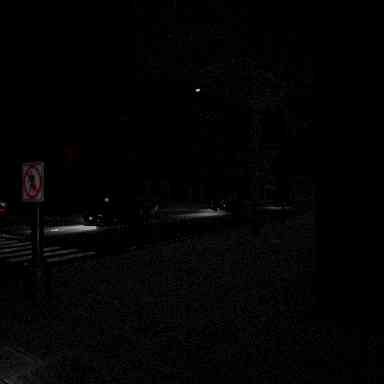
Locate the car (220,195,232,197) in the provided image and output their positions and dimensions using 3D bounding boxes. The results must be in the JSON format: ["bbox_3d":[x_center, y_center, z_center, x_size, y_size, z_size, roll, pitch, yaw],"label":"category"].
[{"bbox_3d":[4.200,1.204,42.063,2.097,1.767,4.553,0,0,35],"label":"car"}]

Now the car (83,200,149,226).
[{"bbox_3d":[-5.345,1.497,22.958,1.994,1.385,4.181,0,0,35],"label":"car"}]

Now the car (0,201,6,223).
[{"bbox_3d":[-13.020,1.200,17.733,2.150,2.045,5.566,0,0,35],"label":"car"}]

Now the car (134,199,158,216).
[{"bbox_3d":[-5.011,1.424,29.058,1.837,1.490,4.892,0,0,35],"label":"car"}]

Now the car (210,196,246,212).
[{"bbox_3d":[3.983,1.466,36.138,1.895,1.301,4.718,0,0,35],"label":"car"}]

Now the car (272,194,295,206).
[{"bbox_3d":[13.725,1.067,49.759,2.097,1.767,4.553,0,0,35],"label":"car"}]
